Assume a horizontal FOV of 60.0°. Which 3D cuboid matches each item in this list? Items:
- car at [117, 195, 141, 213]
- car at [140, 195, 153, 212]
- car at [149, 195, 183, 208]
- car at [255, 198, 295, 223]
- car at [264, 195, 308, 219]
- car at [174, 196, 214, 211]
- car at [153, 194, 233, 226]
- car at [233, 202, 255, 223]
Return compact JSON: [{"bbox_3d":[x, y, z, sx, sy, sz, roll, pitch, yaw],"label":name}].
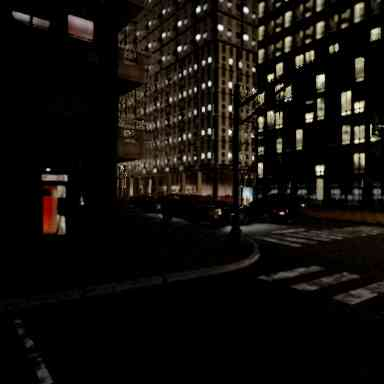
[{"bbox_3d":[-6.622,1.123,30.044,1.802,1.307,4.206,2,0,-36],"label":"car"},{"bbox_3d":[-4.282,1.059,31.211,2.128,1.511,4.902,1,1,-36],"label":"car"},{"bbox_3d":[-3.140,1.060,39.509,1.947,1.339,4.313,2,0,-36],"label":"car"},{"bbox_3d":[4.903,1.365,24.006,1.994,1.385,4.181,1,1,-36],"label":"car"},{"bbox_3d":[6.648,1.123,26.045,2.192,1.841,5.009,2,0,-36],"label":"car"},{"bbox_3d":[0.120,1.165,35.021,1.947,1.339,4.313,2,0,-36],"label":"car"},{"bbox_3d":[-0.095,1.064,21.070,2.192,1.841,5.009,2,0,-36],"label":"car"},{"bbox_3d":[1.716,1.263,22.951,1.837,1.490,4.892,1,1,-36],"label":"car"}]
